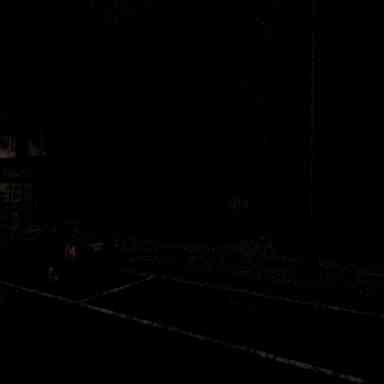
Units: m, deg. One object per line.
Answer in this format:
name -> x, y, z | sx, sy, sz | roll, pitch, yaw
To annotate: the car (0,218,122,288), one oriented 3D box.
car -> -3.972, 1.436, 9.267 | 4.097, 1.590, 1.967 | 0, 1, 33
